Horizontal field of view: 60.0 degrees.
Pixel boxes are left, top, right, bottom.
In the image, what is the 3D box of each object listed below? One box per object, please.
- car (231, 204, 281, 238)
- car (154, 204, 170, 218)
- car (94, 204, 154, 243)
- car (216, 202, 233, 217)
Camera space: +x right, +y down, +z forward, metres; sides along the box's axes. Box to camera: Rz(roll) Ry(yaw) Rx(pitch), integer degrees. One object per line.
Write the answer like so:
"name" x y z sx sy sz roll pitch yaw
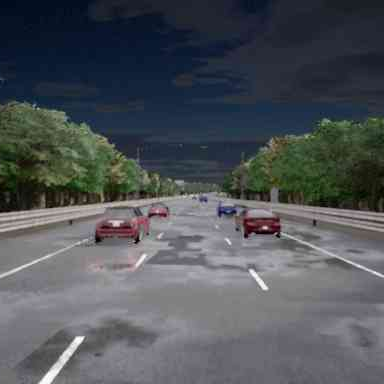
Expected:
"car" 3.609 1.641 18.870 1.882 1.535 5.008 0 -1 0
"car" -3.384 1.876 34.431 1.994 1.385 4.181 0 -1 0
"car" -3.392 1.498 17.015 2.097 1.767 4.553 0 -1 0
"car" 3.616 1.798 35.326 1.882 1.535 5.008 0 -1 0
